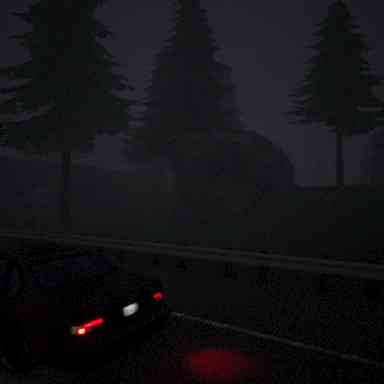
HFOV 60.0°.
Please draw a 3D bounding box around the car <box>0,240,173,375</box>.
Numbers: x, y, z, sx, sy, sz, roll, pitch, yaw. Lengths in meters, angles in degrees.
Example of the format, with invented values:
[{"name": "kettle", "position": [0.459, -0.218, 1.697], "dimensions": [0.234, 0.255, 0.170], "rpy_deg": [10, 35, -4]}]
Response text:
[{"name": "car", "position": [-2.925, 1.560, 5.554], "dimensions": [5.357, 1.411, 2.033], "rpy_deg": [0, 0, 31]}]
